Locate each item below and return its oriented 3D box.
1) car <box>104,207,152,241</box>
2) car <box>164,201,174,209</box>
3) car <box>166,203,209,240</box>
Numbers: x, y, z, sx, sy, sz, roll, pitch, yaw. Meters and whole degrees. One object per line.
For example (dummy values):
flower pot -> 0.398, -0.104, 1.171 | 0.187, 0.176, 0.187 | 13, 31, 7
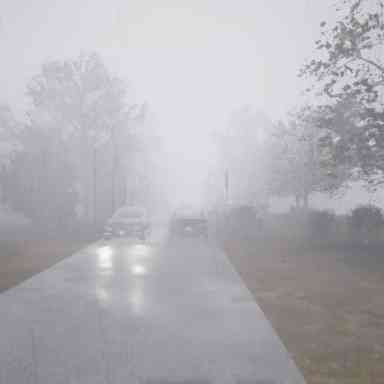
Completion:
car -> -3.133, 1.557, 16.970 | 1.837, 1.490, 4.892 | 0, 0, -1
car -> -3.934, 2.284, 59.374 | 1.882, 1.535, 5.008 | 0, -2, 0
car -> -0.196, 1.531, 17.232 | 1.882, 1.535, 5.008 | 0, 0, -1
